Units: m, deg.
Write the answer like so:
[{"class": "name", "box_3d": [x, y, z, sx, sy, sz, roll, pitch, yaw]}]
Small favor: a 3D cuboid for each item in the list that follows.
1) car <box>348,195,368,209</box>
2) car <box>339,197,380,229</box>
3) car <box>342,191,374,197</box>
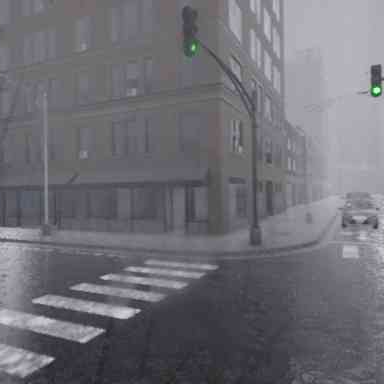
[{"class": "car", "box_3d": [19.459, 1.144, 39.104, 1.994, 1.385, 4.181, -1, 0, 26]}, {"class": "car", "box_3d": [9.992, 1.274, 19.887, 2.128, 1.511, 4.902, -1, 0, 26]}, {"class": "car", "box_3d": [14.379, 0.909, 28.796, 2.150, 2.045, 5.566, -1, 0, 26]}]
